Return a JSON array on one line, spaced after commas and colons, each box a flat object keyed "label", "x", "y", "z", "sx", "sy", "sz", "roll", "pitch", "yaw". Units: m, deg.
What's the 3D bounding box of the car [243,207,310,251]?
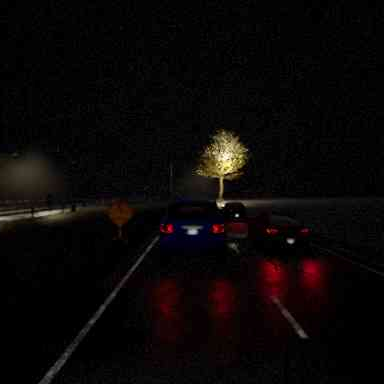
[{"label": "car", "x": 3.564, "y": 1.567, "z": 14.232, "sx": 1.812, "sy": 1.442, "sz": 4.674, "roll": 0, "pitch": 0, "yaw": 1}]

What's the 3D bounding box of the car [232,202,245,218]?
[{"label": "car", "x": 3.571, "y": 1.589, "z": 28.577, "sx": 1.837, "sy": 1.490, "sz": 4.892, "roll": 0, "pitch": 0, "yaw": 0}]

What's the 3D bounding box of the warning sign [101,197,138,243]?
[{"label": "warning sign", "x": -3.035, "y": 1.157, "z": 14.043, "sx": 1.300, "sy": 1.860, "sz": 1.060, "roll": 0, "pitch": 0, "yaw": 0}]

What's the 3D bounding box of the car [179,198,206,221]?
[{"label": "car", "x": 0.071, "y": 1.434, "z": 28.489, "sx": 2.097, "sy": 1.767, "sz": 4.553, "roll": 0, "pitch": 0, "yaw": 1}]

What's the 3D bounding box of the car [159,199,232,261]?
[{"label": "car", "x": 0.046, "y": 1.260, "z": 12.497, "sx": 2.150, "sy": 2.045, "sz": 5.566, "roll": 0, "pitch": 0, "yaw": 1}]
